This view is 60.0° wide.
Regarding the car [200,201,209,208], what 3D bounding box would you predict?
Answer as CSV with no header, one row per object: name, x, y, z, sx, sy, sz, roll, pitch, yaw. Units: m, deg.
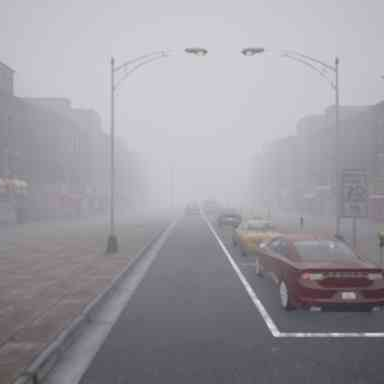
car,2.675,2.623,70.308,1.802,1.307,4.206,0,-1,0

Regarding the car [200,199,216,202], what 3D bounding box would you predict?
car,2.662,1.993,47.596,2.192,1.841,5.009,0,-1,0

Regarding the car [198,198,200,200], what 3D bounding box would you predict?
car,2.672,2.389,64.631,1.967,1.590,4.097,0,-1,0

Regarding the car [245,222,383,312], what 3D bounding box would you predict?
car,2.642,1.639,7.840,1.887,1.381,4.507,0,-1,0

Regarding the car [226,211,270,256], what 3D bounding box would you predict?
car,2.645,1.698,13.689,1.752,1.417,4.829,0,-1,0

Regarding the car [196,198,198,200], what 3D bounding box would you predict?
car,2.684,2.884,87.344,2.008,1.369,4.403,0,-1,0

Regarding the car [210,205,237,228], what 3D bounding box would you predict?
car,2.650,1.895,24.876,1.947,1.339,4.313,0,-1,0

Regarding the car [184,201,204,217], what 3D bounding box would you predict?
car,0.019,2.072,37.556,2.033,1.411,5.357,0,-1,0

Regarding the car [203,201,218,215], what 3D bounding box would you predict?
car,2.659,2.154,41.913,1.947,1.339,4.313,0,-1,0
